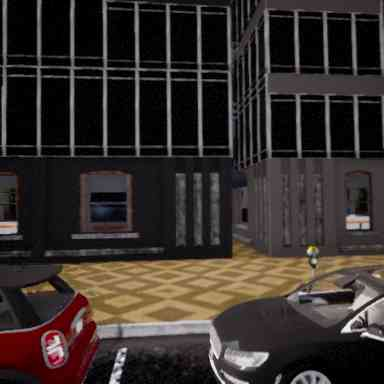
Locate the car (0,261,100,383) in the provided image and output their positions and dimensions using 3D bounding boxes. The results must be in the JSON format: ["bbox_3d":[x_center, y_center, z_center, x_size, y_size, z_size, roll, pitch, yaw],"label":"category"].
[{"bbox_3d":[-3.247,1.612,3.717,4.097,1.590,1.967,0,-2,-5],"label":"car"}]

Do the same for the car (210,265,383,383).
[{"bbox_3d":[2.421,1.677,4.247,4.403,1.369,2.008,0,-2,-5],"label":"car"}]
